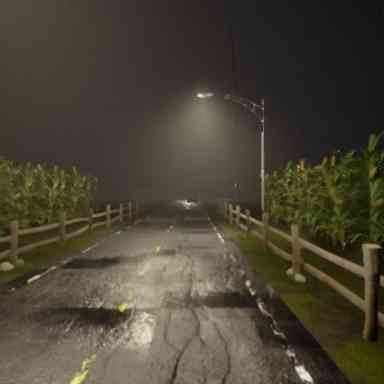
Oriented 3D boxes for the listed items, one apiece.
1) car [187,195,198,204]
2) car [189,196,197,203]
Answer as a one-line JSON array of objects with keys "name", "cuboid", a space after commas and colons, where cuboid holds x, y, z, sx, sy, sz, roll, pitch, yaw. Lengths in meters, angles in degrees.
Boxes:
[{"name": "car", "cuboid": [0.134, 1.499, 68.118, 2.097, 1.767, 4.553, 0, 0, 0]}, {"name": "car", "cuboid": [0.154, 1.647, 78.065, 1.882, 1.535, 5.008, 0, 0, 0]}]
